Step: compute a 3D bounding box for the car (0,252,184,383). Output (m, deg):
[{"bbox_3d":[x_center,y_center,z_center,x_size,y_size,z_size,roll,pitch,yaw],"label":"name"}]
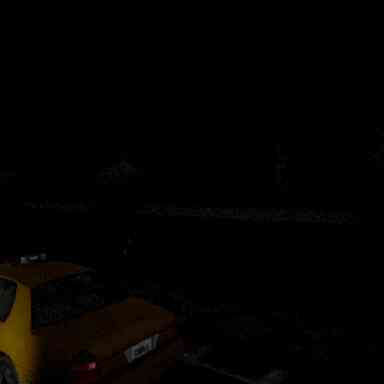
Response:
[{"bbox_3d":[-2.375,1.525,4.660,4.829,1.417,1.752,0,0,36],"label":"car"}]
